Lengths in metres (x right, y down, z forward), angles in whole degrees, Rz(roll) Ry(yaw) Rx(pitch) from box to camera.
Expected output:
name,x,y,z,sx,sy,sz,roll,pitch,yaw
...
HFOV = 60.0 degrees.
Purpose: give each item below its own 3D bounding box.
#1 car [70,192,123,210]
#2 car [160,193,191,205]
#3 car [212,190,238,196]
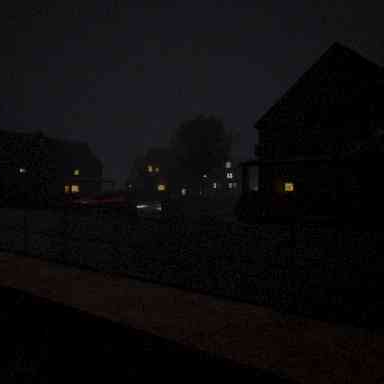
name,x,y,z,sx,sy,sz,roll,pitch,yaw
car,-7.841,0.860,27.259,2.097,1.767,4.553,1,2,35
car,-1.562,0.817,36.106,1.994,1.385,4.181,1,2,35
car,4.446,0.504,44.522,2.128,1.511,4.902,1,2,36
